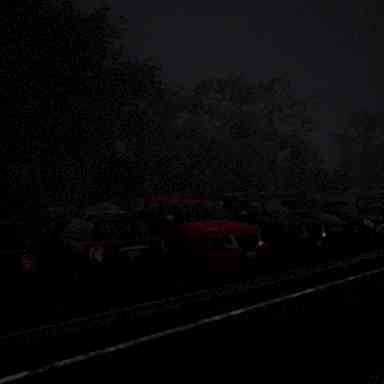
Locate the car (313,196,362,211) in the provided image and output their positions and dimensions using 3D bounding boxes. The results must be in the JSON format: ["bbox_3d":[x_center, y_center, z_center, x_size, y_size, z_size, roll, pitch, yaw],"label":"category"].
[{"bbox_3d":[16.757,1.253,38.574,2.163,1.488,4.792,-1,0,-36],"label":"car"}]

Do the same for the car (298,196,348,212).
[{"bbox_3d":[14.460,1.279,37.001,2.163,1.488,4.792,-1,0,-36],"label":"car"}]

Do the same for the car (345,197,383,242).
[{"bbox_3d":[6.642,1.258,15.321,2.185,1.767,4.553,0,0,-36],"label":"car"}]

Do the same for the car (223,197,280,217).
[{"bbox_3d":[5.341,1.330,30.666,1.946,1.575,5.366,0,0,-36],"label":"car"}]

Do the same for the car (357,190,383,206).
[{"bbox_3d":[25.779,0.826,45.034,2.435,2.045,5.566,-1,1,-36],"label":"car"}]

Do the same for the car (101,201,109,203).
[{"bbox_3d":[-5.728,1.420,22.285,1.946,1.575,5.366,0,0,-36],"label":"car"}]

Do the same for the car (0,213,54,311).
[{"bbox_3d":[-4.718,1.349,7.110,2.185,1.767,4.553,0,0,-36],"label":"car"}]

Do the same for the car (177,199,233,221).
[{"bbox_3d":[0.952,1.399,27.260,2.163,1.488,4.792,0,0,-36],"label":"car"}]

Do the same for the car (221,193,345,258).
[{"bbox_3d":[2.117,1.169,12.008,2.435,2.045,5.566,0,0,-36],"label":"car"}]

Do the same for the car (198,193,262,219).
[{"bbox_3d":[3.174,1.100,28.921,2.435,2.045,5.566,0,0,-36],"label":"car"}]

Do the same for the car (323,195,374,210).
[{"bbox_3d":[18.886,1.186,40.361,1.946,1.575,5.366,-1,1,-36],"label":"car"}]

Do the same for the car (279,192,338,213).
[{"bbox_3d":[12.235,1.023,35.338,2.435,2.045,5.566,-1,0,-36],"label":"car"}]

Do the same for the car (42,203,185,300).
[{"bbox_3d":[-2.439,1.331,8.742,2.185,1.767,4.553,0,0,-36],"label":"car"}]

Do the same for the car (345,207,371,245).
[{"bbox_3d":[4.383,1.442,13.662,2.002,1.452,4.674,0,0,-36],"label":"car"}]

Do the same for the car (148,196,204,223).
[{"bbox_3d":[-1.341,1.262,25.691,2.185,1.767,4.553,0,0,-36],"label":"car"}]

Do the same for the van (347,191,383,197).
[{"bbox_3d":[11.150,1.121,18.653,1.878,1.987,4.442,0,0,-36],"label":"van"}]

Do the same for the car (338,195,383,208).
[{"bbox_3d":[21.254,1.154,41.823,2.097,1.535,5.008,-1,1,-36],"label":"car"}]

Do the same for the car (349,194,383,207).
[{"bbox_3d":[23.513,1.118,43.440,2.231,1.521,4.892,-1,1,-36],"label":"car"}]

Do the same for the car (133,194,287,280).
[{"bbox_3d":[-0.162,1.187,10.376,2.435,2.045,5.566,0,0,-36],"label":"car"}]
